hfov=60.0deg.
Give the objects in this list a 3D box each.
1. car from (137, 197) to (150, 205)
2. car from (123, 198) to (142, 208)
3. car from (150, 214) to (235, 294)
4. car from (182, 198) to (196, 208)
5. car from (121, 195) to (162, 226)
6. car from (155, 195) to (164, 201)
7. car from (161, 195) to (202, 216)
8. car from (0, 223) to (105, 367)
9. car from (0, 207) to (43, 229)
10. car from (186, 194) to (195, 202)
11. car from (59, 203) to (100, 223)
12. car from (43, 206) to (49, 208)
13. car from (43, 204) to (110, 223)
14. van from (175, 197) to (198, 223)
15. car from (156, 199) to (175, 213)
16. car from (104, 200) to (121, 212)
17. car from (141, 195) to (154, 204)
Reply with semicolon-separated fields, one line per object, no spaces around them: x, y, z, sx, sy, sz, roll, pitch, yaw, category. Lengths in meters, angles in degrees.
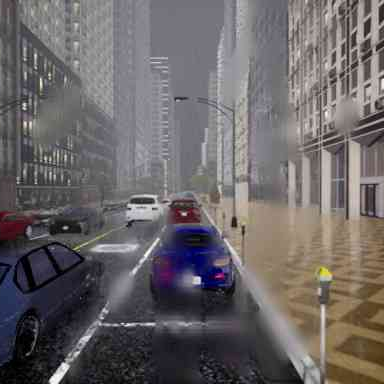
-8.753;1.586;60.467;1.802;1.307;4.206;-1;0;0;car
-8.770;1.555;49.100;2.008;1.369;4.403;-1;0;0;car
0.018;1.526;8.648;1.812;1.442;4.674;0;0;0;car
-0.389;1.551;49.088;2.008;1.369;4.403;-1;0;0;car
-3.110;1.222;23.256;2.150;2.045;5.566;0;0;0;car
-8.713;1.567;88.886;1.947;1.339;4.313;-1;0;0;car
-0.433;1.316;20.670;2.192;1.841;5.009;-1;0;0;car
-3.035;1.549;5.700;2.033;1.411;5.357;0;0;0;car
-8.819;1.549;14.998;1.887;1.381;4.507;-1;0;0;car
-0.351;1.313;77.507;2.192;1.841;5.009;-1;0;0;car
-8.803;1.587;26.366;1.802;1.307;4.206;-1;0;0;car
-8.812;1.556;20.682;2.008;1.369;4.403;-1;0;0;car
-6.216;1.567;18.332;1.994;1.385;4.181;0;0;0;car
-0.424;1.342;26.353;1.690;1.788;3.998;-1;0;0;van
-2.990;1.527;38.187;1.812;1.442;4.674;0;0;0;car
-8.787;1.556;37.733;2.008;1.369;4.403;-1;0;0;car
-8.746;1.444;66.151;1.967;1.590;4.097;-1;0;0;car
